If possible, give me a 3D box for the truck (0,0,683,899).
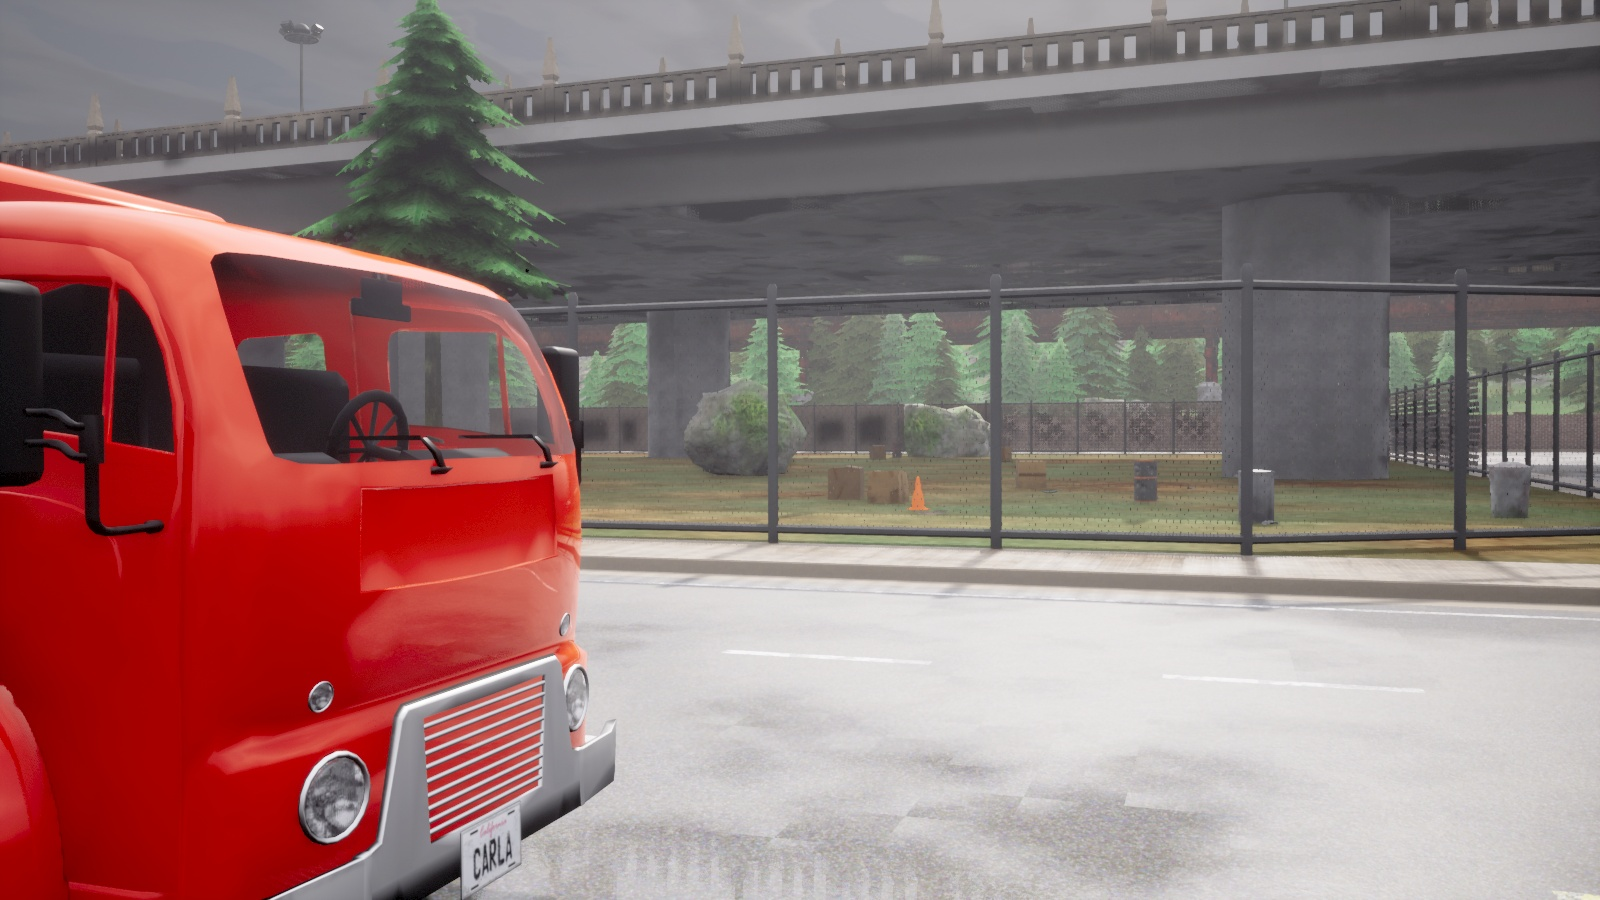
[{"bbox_3d":[-3.327,0.258,4.304,5.204,2.467,2.627,1,1,19],"label":"truck"}]
